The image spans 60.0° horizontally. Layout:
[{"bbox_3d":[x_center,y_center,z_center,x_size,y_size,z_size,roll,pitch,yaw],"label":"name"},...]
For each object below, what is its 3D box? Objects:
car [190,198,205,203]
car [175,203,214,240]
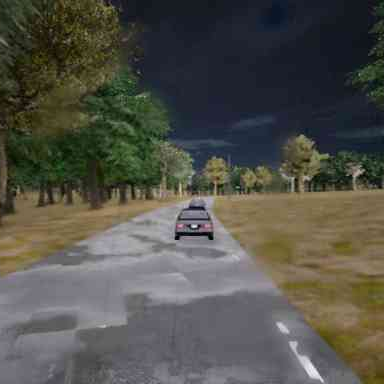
[{"bbox_3d":[0.721,1.487,41.713,1.994,1.385,4.181,0,0,3],"label":"car"},{"bbox_3d":[0.106,1.533,16.953,2.033,1.411,5.357,0,0,0],"label":"car"}]
